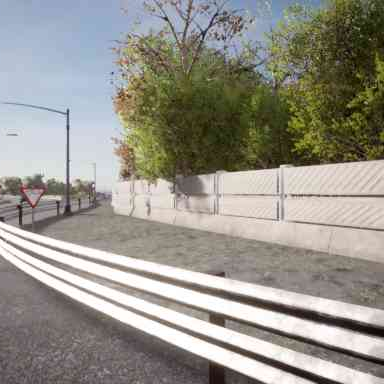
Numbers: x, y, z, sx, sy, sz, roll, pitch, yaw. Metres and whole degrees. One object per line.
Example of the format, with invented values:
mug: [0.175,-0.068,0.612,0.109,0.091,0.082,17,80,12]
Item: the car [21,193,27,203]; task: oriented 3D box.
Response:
car: [-33.986,1.224,68.507,2.150,2.045,5.566,0,0,-24]
